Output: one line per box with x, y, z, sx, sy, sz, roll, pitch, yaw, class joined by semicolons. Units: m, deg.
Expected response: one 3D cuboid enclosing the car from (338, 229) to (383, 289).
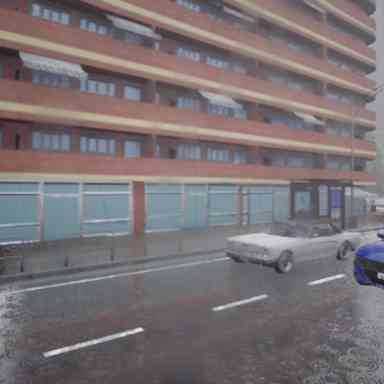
5.966;1.454;8.215;5.008;1.535;1.882;0;0;-35;car

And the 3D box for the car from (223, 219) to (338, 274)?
3.284;1.580;10.600;4.718;1.301;1.895;0;0;-35;car
